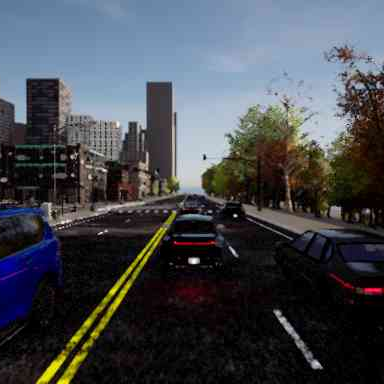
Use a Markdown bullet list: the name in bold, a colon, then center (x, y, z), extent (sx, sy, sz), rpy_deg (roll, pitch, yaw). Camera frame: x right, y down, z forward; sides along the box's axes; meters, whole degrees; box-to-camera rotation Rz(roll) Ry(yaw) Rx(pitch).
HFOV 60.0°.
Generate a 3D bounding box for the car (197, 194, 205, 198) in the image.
- **car**: center (2.726, 1.473, 90.750), extent (1.812, 1.442, 4.674), rpy_deg (0, 0, 0)

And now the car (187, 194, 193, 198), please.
- **car**: center (-0.524, 1.475, 90.731), extent (1.812, 1.442, 4.674), rpy_deg (0, 0, 0)

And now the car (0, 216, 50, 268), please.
- **car**: center (-6.659, 1.607, 10.996), extent (1.895, 1.301, 4.718), rpy_deg (0, 0, 0)

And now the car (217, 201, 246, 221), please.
- **car**: center (3.199, 1.510, 27.045), extent (1.837, 1.490, 4.892), rpy_deg (0, 0, 0)

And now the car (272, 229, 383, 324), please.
- **car**: center (3.311, 1.547, 7.490), extent (2.033, 1.411, 5.357), rpy_deg (0, 0, 0)

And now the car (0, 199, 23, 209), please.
- **car**: center (-28.578, 1.843, 50.727), extent (4.403, 1.369, 2.008), rpy_deg (-1, 1, 0)

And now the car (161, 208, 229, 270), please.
- **car**: center (0.039, 1.509, 11.014), extent (1.837, 1.490, 4.892), rpy_deg (0, 0, 0)

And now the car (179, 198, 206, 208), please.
- **car**: center (-0.051, 1.498, 26.976), extent (2.128, 1.511, 4.902), rpy_deg (0, 0, 0)

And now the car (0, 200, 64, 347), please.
- **car**: center (-3.369, 1.226, 3.787), extent (2.150, 2.045, 5.566), rpy_deg (0, 0, 0)

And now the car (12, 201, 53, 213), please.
- **car**: center (-20.196, 1.839, 42.264), extent (4.313, 1.339, 1.947), rpy_deg (-1, 1, 0)
